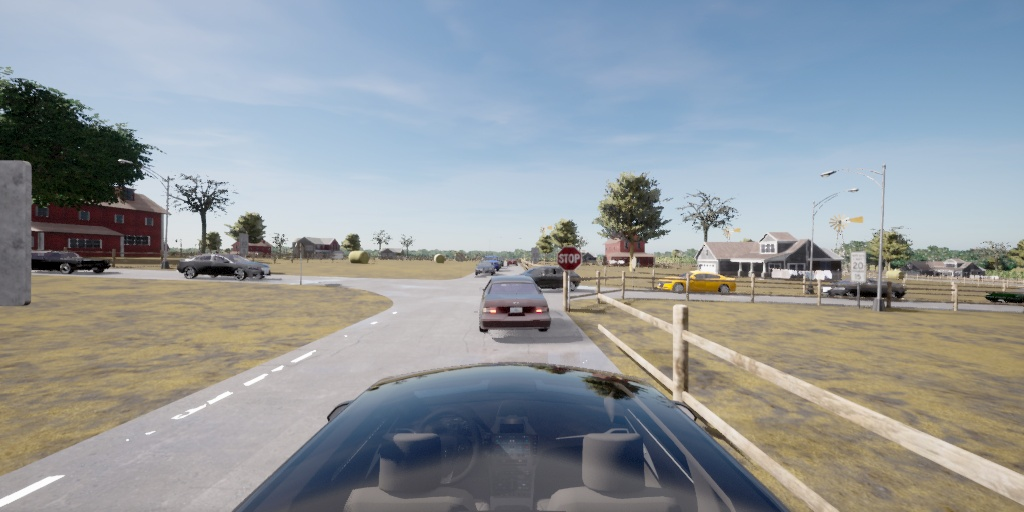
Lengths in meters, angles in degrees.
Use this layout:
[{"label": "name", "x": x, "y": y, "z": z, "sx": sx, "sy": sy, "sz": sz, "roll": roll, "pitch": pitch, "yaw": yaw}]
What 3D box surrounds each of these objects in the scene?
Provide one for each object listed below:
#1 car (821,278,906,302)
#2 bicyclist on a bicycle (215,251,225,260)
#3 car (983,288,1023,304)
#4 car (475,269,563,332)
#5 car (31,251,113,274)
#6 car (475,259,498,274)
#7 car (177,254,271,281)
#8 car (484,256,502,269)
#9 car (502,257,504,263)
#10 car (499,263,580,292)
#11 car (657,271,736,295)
[{"label": "car", "x": 23.922, "y": 2.238, "z": 24.600, "sx": 4.902, "sy": 1.511, "sz": 2.128, "roll": 2, "pitch": 0, "yaw": 0}, {"label": "bicyclist on a bicycle", "x": -22.604, "y": 0.406, "z": 27.605, "sx": 0.582, "sy": 1.620, "sz": 1.656, "roll": 2, "pitch": 0, "yaw": 0}, {"label": "car", "x": 35.771, "y": 2.833, "z": 24.596, "sx": 4.718, "sy": 1.301, "sz": 1.895, "roll": 2, "pitch": 0, "yaw": 0}, {"label": "car", "x": -0.029, "y": 1.299, "z": 10.822, "sx": 2.033, "sy": 1.411, "sz": 5.357, "roll": 0, "pitch": 0, "yaw": -3}, {"label": "car", "x": -27.348, "y": 0.366, "z": 21.619, "sx": 4.718, "sy": 1.301, "sz": 1.895, "roll": 2, "pitch": 0, "yaw": 0}, {"label": "car", "x": -2.831, "y": 1.289, "z": 38.351, "sx": 1.812, "sy": 1.442, "sz": 4.674, "roll": 0, "pitch": 0, "yaw": 0}, {"label": "car", "x": -17.245, "y": 0.630, "z": 21.623, "sx": 4.902, "sy": 1.511, "sz": 2.128, "roll": 2, "pitch": 0, "yaw": 0}, {"label": "car", "x": -2.813, "y": 0.991, "z": 48.314, "sx": 2.150, "sy": 2.045, "sz": 5.566, "roll": 0, "pitch": 0, "yaw": 0}, {"label": "car", "x": -2.803, "y": 1.134, "z": 58.374, "sx": 2.097, "sy": 1.767, "sz": 4.553, "roll": 0, "pitch": 0, "yaw": 0}, {"label": "car", "x": 1.914, "y": 1.373, "z": 21.692, "sx": 4.892, "sy": 1.490, "sz": 1.837, "roll": 2, "pitch": 0, "yaw": -32}, {"label": "car", "x": 12.573, "y": 1.771, "z": 24.540, "sx": 5.008, "sy": 1.535, "sz": 1.882, "roll": 2, "pitch": 0, "yaw": -2}]
